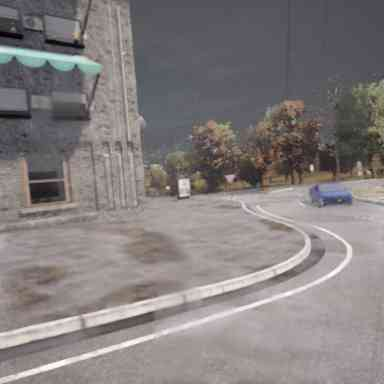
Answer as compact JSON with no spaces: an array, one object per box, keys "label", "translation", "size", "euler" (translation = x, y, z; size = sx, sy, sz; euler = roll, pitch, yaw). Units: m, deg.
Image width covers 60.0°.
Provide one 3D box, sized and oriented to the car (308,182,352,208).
[{"label":"car","translation":[9.712,0.112,23.797],"size":[1.882,1.535,5.008],"euler":[-5,3,7]}]
